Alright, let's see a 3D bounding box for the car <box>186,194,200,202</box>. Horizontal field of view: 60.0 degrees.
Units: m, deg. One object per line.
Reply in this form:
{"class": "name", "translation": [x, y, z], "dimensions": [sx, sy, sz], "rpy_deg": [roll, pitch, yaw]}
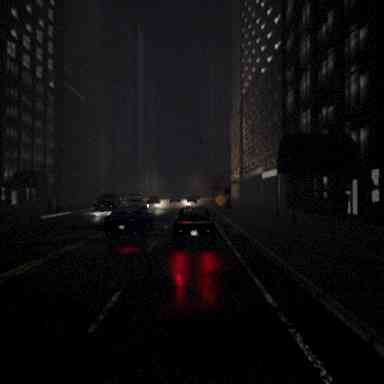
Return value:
{"class": "car", "translation": [-0.008, 1.343, 62.050], "dimensions": [1.882, 1.535, 5.008], "rpy_deg": [0, 0, 0]}

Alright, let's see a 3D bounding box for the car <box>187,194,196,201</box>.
{"class": "car", "translation": [-0.010, 1.209, 72.473], "dimensions": [1.882, 1.535, 5.008], "rpy_deg": [0, 0, 0]}

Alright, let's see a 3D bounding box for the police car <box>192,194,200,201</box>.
{"class": "police car", "translation": [0.963, 1.246, 82.762], "dimensions": [1.930, 1.638, 5.238], "rpy_deg": [0, 0, 0]}

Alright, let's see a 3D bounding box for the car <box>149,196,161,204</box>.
{"class": "car", "translation": [-6.553, 1.401, 57.506], "dimensions": [1.812, 1.442, 4.674], "rpy_deg": [0, 0, 1]}

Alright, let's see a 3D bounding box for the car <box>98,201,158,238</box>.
{"class": "car", "translation": [-3.158, 1.458, 17.436], "dimensions": [1.882, 1.535, 5.008], "rpy_deg": [0, -1, 0]}

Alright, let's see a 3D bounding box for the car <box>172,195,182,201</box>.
{"class": "car", "translation": [-3.260, 1.281, 72.889], "dimensions": [2.033, 1.411, 5.357], "rpy_deg": [0, 0, 0]}

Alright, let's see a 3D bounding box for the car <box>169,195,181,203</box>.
{"class": "car", "translation": [-3.259, 1.389, 62.882], "dimensions": [1.812, 1.442, 4.674], "rpy_deg": [0, 0, 0]}

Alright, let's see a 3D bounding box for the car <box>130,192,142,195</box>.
{"class": "car", "translation": [-9.798, 1.093, 57.854], "dimensions": [2.150, 2.045, 5.566], "rpy_deg": [0, 0, 1]}

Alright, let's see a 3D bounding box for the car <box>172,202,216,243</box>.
{"class": "car", "translation": [0.091, 1.458, 15.883], "dimensions": [2.128, 1.511, 4.902], "rpy_deg": [0, 0, 0]}

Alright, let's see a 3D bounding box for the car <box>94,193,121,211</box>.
{"class": "car", "translation": [-9.851, 1.135, 39.370], "dimensions": [2.150, 2.045, 5.566], "rpy_deg": [0, 0, 0]}

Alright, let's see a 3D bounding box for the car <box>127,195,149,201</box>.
{"class": "car", "translation": [-6.600, 1.439, 39.462], "dimensions": [1.812, 1.442, 4.674], "rpy_deg": [0, 0, 0]}

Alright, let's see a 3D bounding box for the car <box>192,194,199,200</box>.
{"class": "car", "translation": [0.962, 1.278, 92.654], "dimensions": [1.882, 1.535, 5.008], "rpy_deg": [0, 0, 0]}

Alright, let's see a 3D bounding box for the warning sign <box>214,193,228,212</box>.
{"class": "warning sign", "translation": [2.830, 1.044, 32.663], "dimensions": [1.300, 1.860, 1.060], "rpy_deg": [-1, -1, 0]}
